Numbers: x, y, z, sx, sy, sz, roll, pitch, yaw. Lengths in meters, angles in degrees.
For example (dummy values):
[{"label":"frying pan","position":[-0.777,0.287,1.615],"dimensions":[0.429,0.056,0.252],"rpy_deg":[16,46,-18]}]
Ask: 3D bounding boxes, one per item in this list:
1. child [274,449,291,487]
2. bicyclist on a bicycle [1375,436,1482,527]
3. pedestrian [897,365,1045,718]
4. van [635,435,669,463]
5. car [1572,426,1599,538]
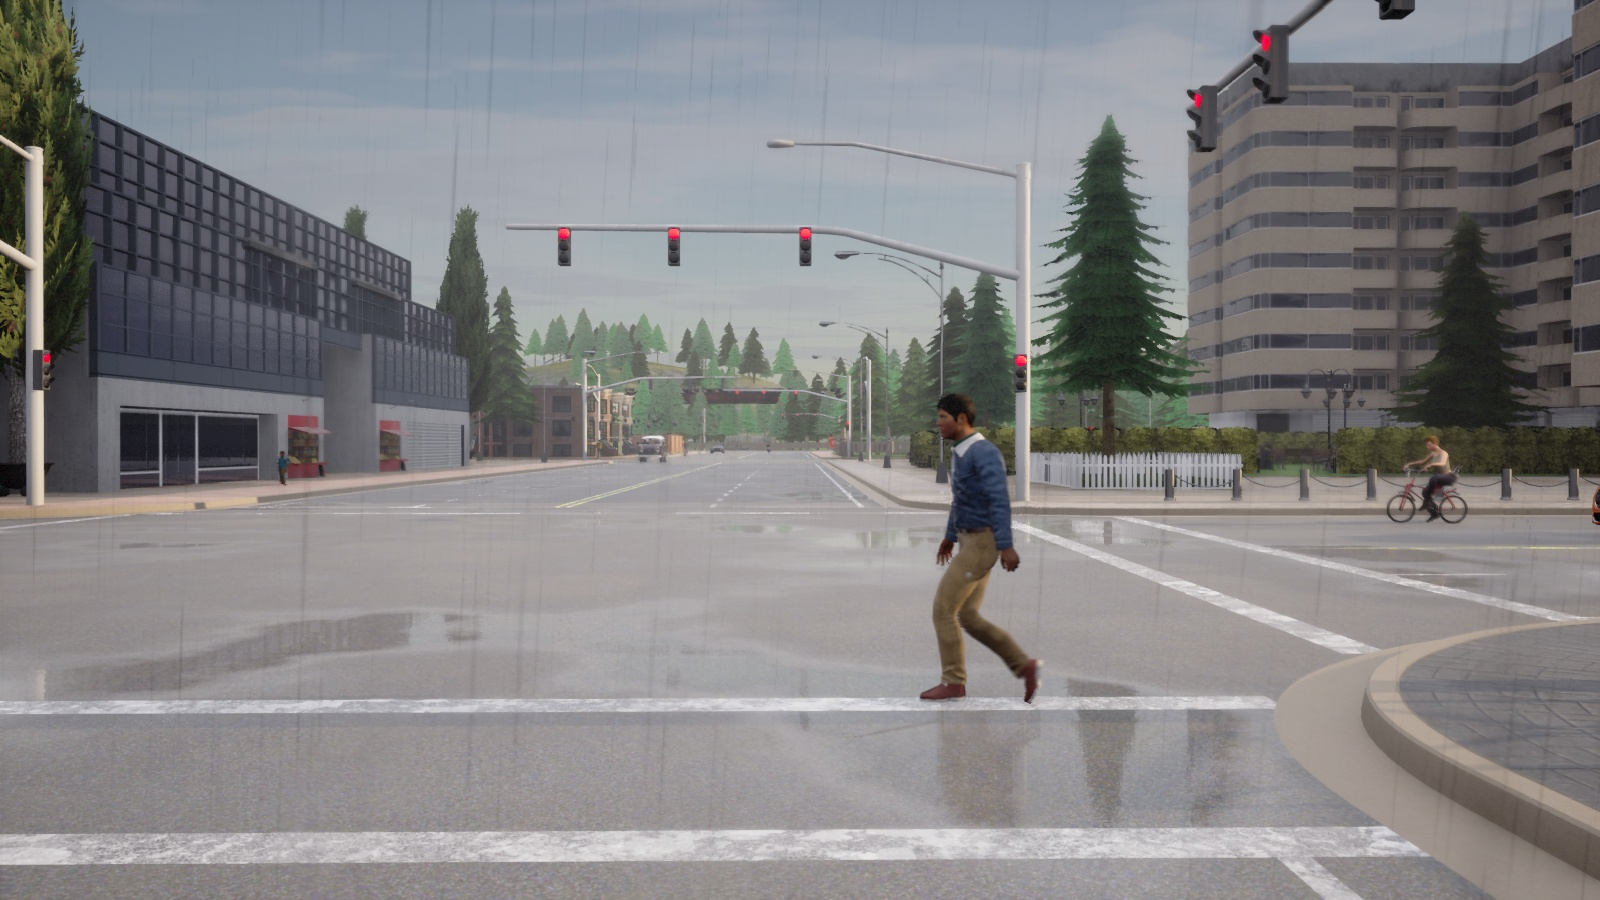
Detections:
[{"label":"child","position":[-16.164,0.551,39.230],"dimensions":[0.343,1.192,0.448],"rpy_deg":[0,0,-3]},{"label":"bicyclist on a bicycle","position":[11.462,0.562,22.946],"dimensions":[1.509,1.612,0.866],"rpy_deg":[0,0,0]},{"label":"pedestrian","position":[0.961,0.506,7.157],"dimensions":[0.788,1.949,0.423],"rpy_deg":[0,0,1]},{"label":"van","position":[-11.185,-0.077,95.306],"dimensions":[2.069,2.038,4.480],"rpy_deg":[0,0,0]},{"label":"car","position":[14.889,0.507,19.479],"dimensions":[4.553,1.767,2.097],"rpy_deg":[0,0,0]}]
